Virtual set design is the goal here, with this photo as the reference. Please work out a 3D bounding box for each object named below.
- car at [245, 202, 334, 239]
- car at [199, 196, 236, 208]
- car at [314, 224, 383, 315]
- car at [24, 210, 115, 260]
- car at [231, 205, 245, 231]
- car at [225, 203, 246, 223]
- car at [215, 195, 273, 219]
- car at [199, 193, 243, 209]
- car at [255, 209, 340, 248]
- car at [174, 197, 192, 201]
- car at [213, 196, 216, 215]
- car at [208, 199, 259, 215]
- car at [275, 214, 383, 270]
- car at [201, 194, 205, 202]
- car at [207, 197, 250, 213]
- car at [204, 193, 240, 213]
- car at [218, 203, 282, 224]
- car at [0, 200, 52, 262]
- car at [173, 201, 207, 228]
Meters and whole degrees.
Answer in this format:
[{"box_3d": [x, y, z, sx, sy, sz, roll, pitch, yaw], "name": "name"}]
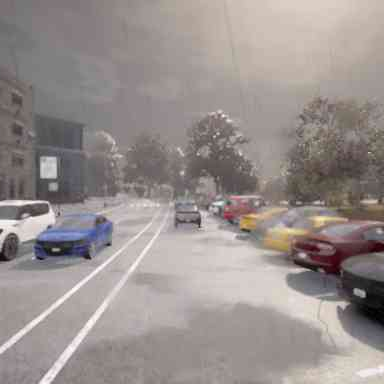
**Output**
[{"box_3d": [5.182, 1.505, 15.684, 4.553, 1.767, 2.185, 1, 0, -21], "name": "car"}, {"box_3d": [3.727, 1.445, 48.352, 4.892, 1.521, 2.231, 0, 1, -24], "name": "car"}, {"box_3d": [5.298, 1.548, 6.760, 5.008, 1.535, 2.097, 1, 0, -21], "name": "car"}, {"box_3d": [-4.395, 1.604, 13.139, 1.882, 1.535, 5.008, 0, -1, -1], "name": "car"}, {"box_3d": [5.078, 1.657, 18.648, 5.008, 1.535, 2.097, 1, -1, -22], "name": "car"}, {"box_3d": [5.010, 1.679, 21.617, 4.892, 1.521, 2.231, 1, 0, -22], "name": "car"}, {"box_3d": [4.937, 1.437, 24.608, 5.566, 2.045, 2.435, 1, 0, -22], "name": "car"}, {"box_3d": [3.947, 1.241, 45.396, 5.566, 2.045, 2.435, 0, 1, -24], "name": "car"}, {"box_3d": [5.382, 1.603, 12.775, 5.366, 1.575, 1.946, 1, -1, -21], "name": "car"}, {"box_3d": [-1.124, 1.413, 41.594, 2.097, 1.767, 4.553, 0, 1, -3], "name": "car"}, {"box_3d": [4.660, 1.552, 30.525, 4.553, 1.767, 2.185, 1, 0, -23], "name": "car"}, {"box_3d": [4.584, 1.625, 36.565, 5.366, 1.575, 1.946, 0, 0, -23], "name": "car"}, {"box_3d": [5.248, 1.575, 9.738, 5.008, 1.535, 2.097, 1, -1, -21], "name": "car"}, {"box_3d": [4.074, 1.288, 42.396, 5.566, 2.045, 2.435, 0, 1, -23], "name": "car"}, {"box_3d": [4.291, 1.461, 39.460, 4.553, 1.767, 2.185, 0, 1, -23], "name": "car"}, {"box_3d": [4.535, 1.406, 33.492, 5.566, 2.045, 2.435, 1, 1, -23], "name": "car"}, {"box_3d": [4.829, 1.718, 27.580, 4.792, 1.488, 2.163, 1, 0, -22], "name": "car"}, {"box_3d": [-7.188, 1.349, 12.956, 2.150, 2.045, 5.566, 0, -1, -1], "name": "car"}, {"box_3d": [-0.340, 1.693, 24.354, 2.128, 1.511, 4.902, 0, 0, -2], "name": "car"}]
